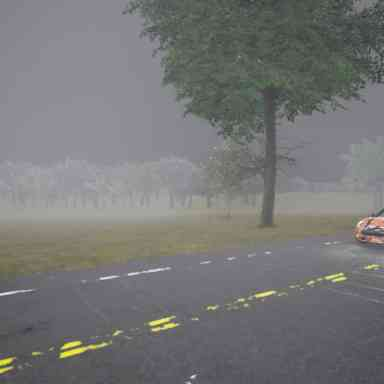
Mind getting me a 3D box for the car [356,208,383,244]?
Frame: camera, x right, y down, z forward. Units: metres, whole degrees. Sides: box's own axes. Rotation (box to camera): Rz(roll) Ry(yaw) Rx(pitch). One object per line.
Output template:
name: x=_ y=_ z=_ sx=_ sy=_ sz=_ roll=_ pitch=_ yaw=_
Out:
car: x=9.255 y=1.363 z=14.674 sx=4.553 sy=1.767 sz=2.097 roll=0 pitch=0 yaw=-34
